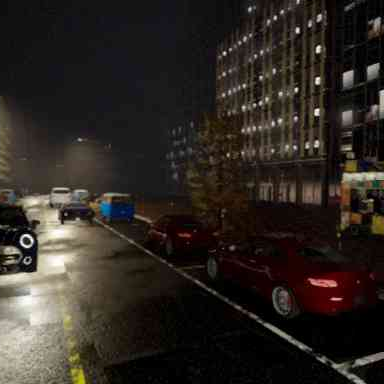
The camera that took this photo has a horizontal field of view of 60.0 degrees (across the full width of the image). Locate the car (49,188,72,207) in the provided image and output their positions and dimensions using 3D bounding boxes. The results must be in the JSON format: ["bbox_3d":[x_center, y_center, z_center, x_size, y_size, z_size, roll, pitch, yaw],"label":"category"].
[{"bbox_3d":[-14.852,0.574,37.510,2.150,2.045,5.566,0,1,-24],"label":"car"}]

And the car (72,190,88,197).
[{"bbox_3d":[-11.906,0.830,37.314,1.967,1.590,4.097,0,1,-24],"label":"car"}]

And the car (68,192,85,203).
[{"bbox_3d":[-16.546,0.739,47.533,1.752,1.417,4.829,0,1,-24],"label":"car"}]

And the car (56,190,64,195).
[{"bbox_3d":[-34.754,0.087,87.630,1.887,1.381,4.507,0,1,-24],"label":"car"}]

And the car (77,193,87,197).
[{"bbox_3d":[-9.622,1.044,32.285,1.947,1.339,4.313,0,1,-24],"label":"car"}]

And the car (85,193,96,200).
[{"bbox_3d":[-7.406,1.090,27.406,1.752,1.417,4.829,0,1,-24],"label":"car"}]

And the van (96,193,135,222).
[{"bbox_3d":[-5.051,0.998,22.218,1.690,1.788,3.998,0,1,-24],"label":"van"}]

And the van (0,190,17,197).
[{"bbox_3d":[-21.820,0.590,38.879,1.690,1.788,3.998,0,1,-24],"label":"van"}]

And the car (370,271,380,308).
[{"bbox_3d":[4.016,1.546,2.250,1.752,1.417,4.829,0,1,-24],"label":"car"}]

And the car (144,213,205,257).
[{"bbox_3d":[-0.483,1.421,12.159,1.802,1.307,4.206,0,1,-24],"label":"car"}]

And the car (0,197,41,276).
[{"bbox_3d":[-5.505,1.164,9.473,2.097,1.767,4.553,0,0,-24],"label":"car"}]

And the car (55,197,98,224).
[{"bbox_3d":[-7.476,1.240,21.208,1.895,1.301,4.718,0,1,-24],"label":"car"}]

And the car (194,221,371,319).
[{"bbox_3d":[1.801,1.513,7.128,1.802,1.307,4.206,0,1,-24],"label":"car"}]

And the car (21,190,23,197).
[{"bbox_3d":[-26.391,0.658,48.945,1.802,1.307,4.206,0,1,-24],"label":"car"}]

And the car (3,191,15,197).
[{"bbox_3d":[-19.536,0.881,33.850,1.887,1.381,4.507,0,1,-24],"label":"car"}]

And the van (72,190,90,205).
[{"bbox_3d":[-14.190,0.644,42.345,1.690,1.788,3.998,0,1,-24],"label":"van"}]

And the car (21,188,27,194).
[{"bbox_3d":[-30.960,0.470,59.008,1.947,1.339,4.313,0,1,-24],"label":"car"}]

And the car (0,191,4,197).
[{"bbox_3d":[-14.965,0.954,23.785,1.967,1.590,4.097,0,1,-24],"label":"car"}]

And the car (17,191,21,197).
[{"bbox_3d":[-24.106,0.744,43.914,1.802,1.307,4.206,0,1,-24],"label":"car"}]

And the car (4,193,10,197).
[{"bbox_3d":[-17.251,0.990,28.819,1.947,1.339,4.313,0,1,-24],"label":"car"}]

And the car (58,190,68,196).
[{"bbox_3d":[-30.185,0.251,77.568,1.887,1.381,4.507,0,1,-24],"label":"car"}]

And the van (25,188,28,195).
[{"bbox_3d":[-42.383,-0.170,84.162,1.690,1.788,3.998,0,1,-24],"label":"van"}]

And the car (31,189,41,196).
[{"bbox_3d":[-36.401,0.139,77.513,1.837,1.490,4.892,0,0,-24],"label":"car"}]
